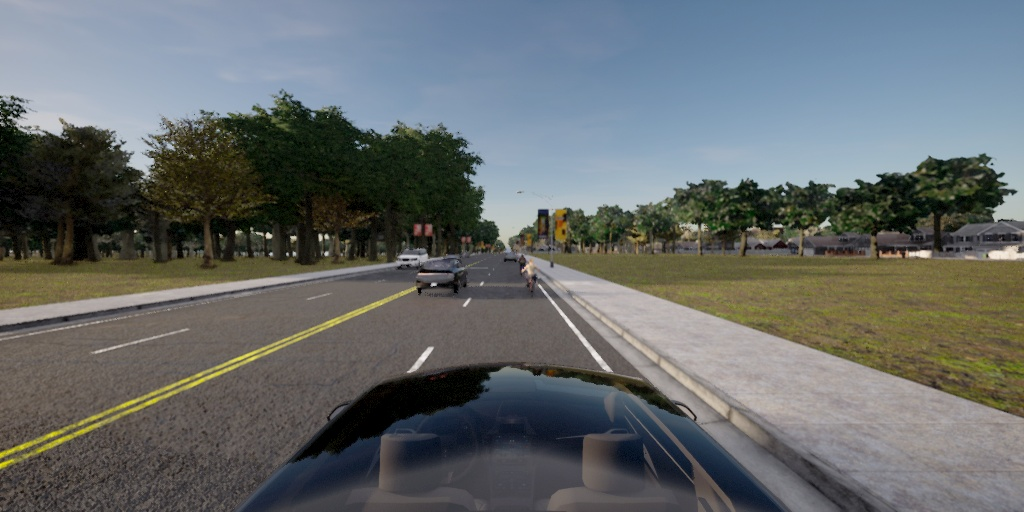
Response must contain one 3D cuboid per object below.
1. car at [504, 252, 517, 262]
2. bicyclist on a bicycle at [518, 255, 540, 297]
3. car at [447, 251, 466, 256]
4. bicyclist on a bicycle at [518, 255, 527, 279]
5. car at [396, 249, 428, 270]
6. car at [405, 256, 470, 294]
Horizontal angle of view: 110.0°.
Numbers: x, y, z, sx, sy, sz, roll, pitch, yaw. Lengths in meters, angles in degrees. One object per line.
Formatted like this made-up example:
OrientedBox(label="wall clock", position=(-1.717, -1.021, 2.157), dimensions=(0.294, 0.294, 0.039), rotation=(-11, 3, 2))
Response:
OrientedBox(label="car", position=(-0.263, 0.187, 58.056), dimensions=(1.994, 1.385, 4.181), rotation=(0, 1, 0))
OrientedBox(label="bicyclist on a bicycle", position=(0.825, 0.904, 15.615), dimensions=(0.866, 1.612, 1.509), rotation=(0, 1, -1))
OrientedBox(label="car", position=(-6.847, 0.504, 40.949), dimensions=(2.033, 1.411, 5.357), rotation=(0, 1, 0))
OrientedBox(label="bicyclist on a bicycle", position=(0.742, 0.723, 25.426), dimensions=(0.582, 1.620, 1.656), rotation=(0, 1, 0))
OrientedBox(label="car", position=(-10.070, 0.261, 36.632), dimensions=(2.150, 2.045, 5.566), rotation=(0, 1, 0))
OrientedBox(label="car", position=(-3.248, 0.924, 17.270), dimensions=(2.128, 1.511, 4.902), rotation=(0, 1, 0))
